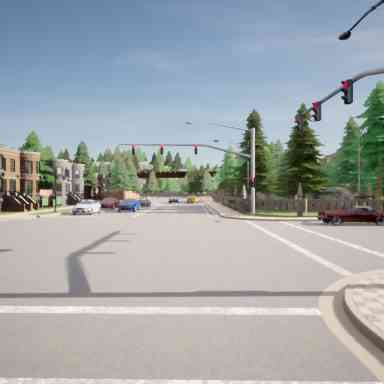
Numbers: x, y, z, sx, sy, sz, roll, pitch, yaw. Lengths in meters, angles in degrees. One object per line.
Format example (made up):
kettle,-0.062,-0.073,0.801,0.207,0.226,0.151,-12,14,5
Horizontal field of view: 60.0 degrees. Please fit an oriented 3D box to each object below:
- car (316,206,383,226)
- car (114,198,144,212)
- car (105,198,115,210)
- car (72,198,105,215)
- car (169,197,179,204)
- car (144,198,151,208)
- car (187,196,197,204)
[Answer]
car,11.142,1.601,22.901,4.718,1.301,1.895,0,0,2
car,-7.172,1.478,38.363,1.882,1.535,5.008,0,0,0
car,-10.674,1.478,43.076,1.882,1.535,5.008,0,0,0
car,-10.664,1.526,34.023,1.812,1.442,4.674,0,0,0
car,-3.531,1.601,65.200,1.895,1.301,4.718,0,0,0
car,-7.164,1.564,48.350,1.994,1.385,4.181,0,0,0
car,-0.031,1.478,64.917,1.882,1.535,5.008,0,0,0
